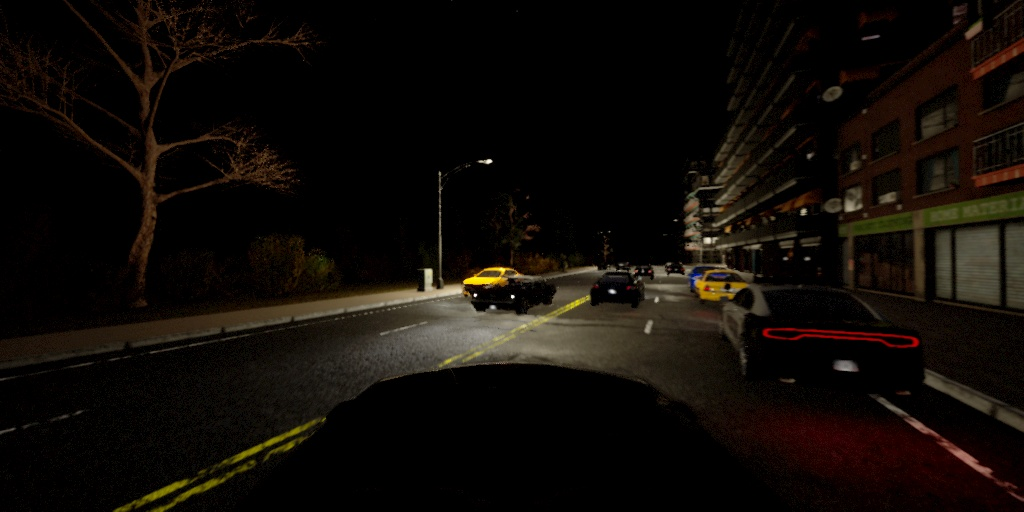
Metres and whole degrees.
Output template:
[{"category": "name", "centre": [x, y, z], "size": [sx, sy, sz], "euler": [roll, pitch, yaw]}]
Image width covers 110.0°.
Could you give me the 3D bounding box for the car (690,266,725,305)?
[{"category": "car", "centre": [9.305, 1.276, 16.149], "size": [1.801, 1.575, 5.366], "euler": [-1, -1, 23]}]

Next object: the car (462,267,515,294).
[{"category": "car", "centre": [-0.893, 1.398, 19.867], "size": [1.882, 1.535, 5.008], "euler": [-1, -1, 23]}]

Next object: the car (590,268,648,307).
[{"category": "car", "centre": [4.830, 1.414, 16.218], "size": [1.994, 1.385, 4.181], "euler": [-1, -1, 23]}]

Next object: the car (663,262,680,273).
[{"category": "car", "centre": [22.953, 1.624, 51.707], "size": [2.033, 1.411, 5.357], "euler": [-1, -1, 21]}]

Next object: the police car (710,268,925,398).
[{"category": "police car", "centre": [5.234, 1.187, 6.870], "size": [1.930, 1.638, 5.238], "euler": [-1, -1, 24]}]

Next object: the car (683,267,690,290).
[{"category": "car", "centre": [11.615, 1.334, 21.515], "size": [1.882, 1.535, 5.008], "euler": [-1, -1, 23]}]

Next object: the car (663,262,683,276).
[{"category": "car", "centre": [18.952, 1.550, 41.662], "size": [2.033, 1.411, 5.357], "euler": [-1, -1, 22]}]

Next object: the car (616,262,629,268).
[{"category": "car", "centre": [16.524, 1.626, 53.390], "size": [2.128, 1.511, 4.902], "euler": [-1, -1, 22]}]

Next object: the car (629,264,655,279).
[{"category": "car", "centre": [13.356, 1.533, 36.301], "size": [2.033, 1.411, 5.357], "euler": [-1, -1, 22]}]

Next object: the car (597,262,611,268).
[{"category": "car", "centre": [14.973, 1.695, 58.318], "size": [1.837, 1.490, 4.892], "euler": [-1, 0, 22]}]

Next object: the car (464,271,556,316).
[{"category": "car", "centre": [0.221, 1.463, 14.290], "size": [1.895, 1.301, 4.718], "euler": [-1, -1, 24]}]
